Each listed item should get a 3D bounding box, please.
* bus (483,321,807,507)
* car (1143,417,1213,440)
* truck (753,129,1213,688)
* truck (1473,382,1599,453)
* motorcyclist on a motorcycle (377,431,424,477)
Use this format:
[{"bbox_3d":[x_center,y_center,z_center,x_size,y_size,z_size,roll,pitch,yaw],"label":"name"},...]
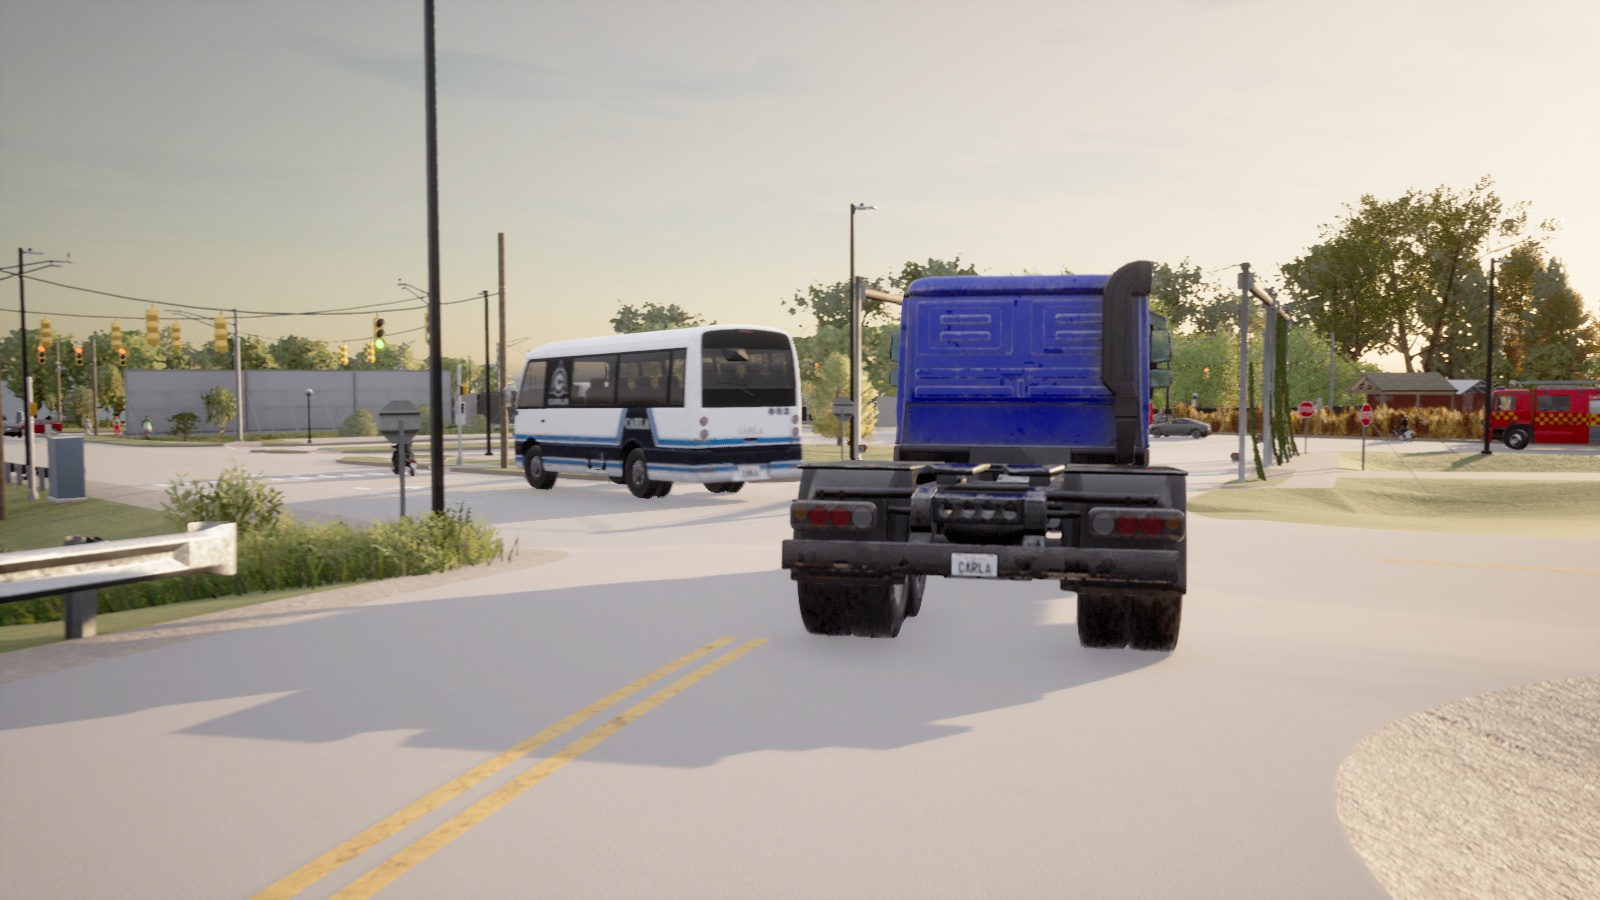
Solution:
[{"bbox_3d":[-4.556,-1.003,34.042,3.944,4.253,10.273,-2,3,-38],"label":"bus"},{"bbox_3d":[25.965,-1.487,86.200,4.181,1.385,1.994,2,4,35],"label":"car"},{"bbox_3d":[1.995,-0.294,11.969,2.891,3.462,7.936,1,0,13],"label":"truck"},{"bbox_3d":[42.352,-1.863,69.779,8.468,3.827,2.891,1,3,24],"label":"truck"},{"bbox_3d":[-14.362,0.111,45.134,0.866,1.590,1.817,-3,3,-42],"label":"motorcyclist on a motorcycle"}]
